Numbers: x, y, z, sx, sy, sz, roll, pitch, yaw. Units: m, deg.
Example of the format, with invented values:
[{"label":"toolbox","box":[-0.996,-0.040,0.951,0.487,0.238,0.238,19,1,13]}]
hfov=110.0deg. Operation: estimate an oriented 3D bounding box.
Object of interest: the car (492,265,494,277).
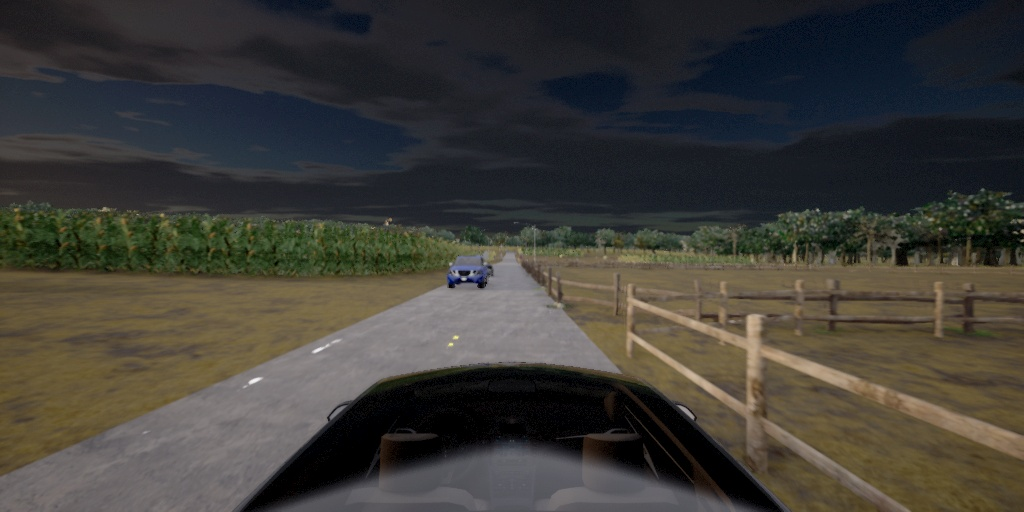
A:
[{"label":"car","box":[-2.775,1.317,34.991,1.994,1.385,4.181,0,0,0]}]

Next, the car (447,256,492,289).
[{"label":"car","box":[-2.758,0.980,23.445,2.150,2.045,5.566,0,0,0]}]
